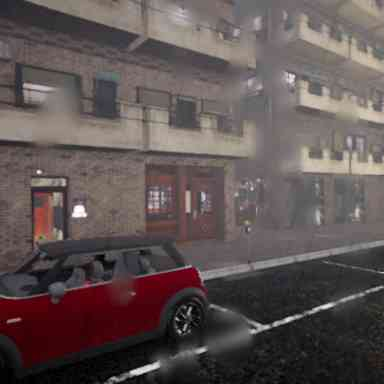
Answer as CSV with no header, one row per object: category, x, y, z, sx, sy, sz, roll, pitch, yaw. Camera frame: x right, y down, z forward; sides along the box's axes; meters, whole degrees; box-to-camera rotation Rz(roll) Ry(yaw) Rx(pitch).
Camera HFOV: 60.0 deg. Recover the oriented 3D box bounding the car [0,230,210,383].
car,-1.796,1.441,4.831,4.097,1.590,1.967,0,-1,-36
